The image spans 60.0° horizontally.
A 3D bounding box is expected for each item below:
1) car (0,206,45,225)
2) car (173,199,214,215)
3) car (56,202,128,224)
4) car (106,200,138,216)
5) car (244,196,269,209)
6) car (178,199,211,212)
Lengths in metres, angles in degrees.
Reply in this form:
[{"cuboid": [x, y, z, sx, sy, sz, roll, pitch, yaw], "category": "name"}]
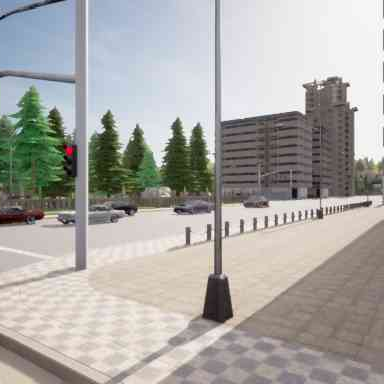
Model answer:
[{"cuboid": [-12.588, 1.601, 22.276, 1.895, 1.301, 4.718, 0, 0, 37], "category": "car"}, {"cuboid": [0.291, 1.548, 34.215, 2.033, 1.411, 5.357, 0, 0, 35], "category": "car"}, {"cuboid": [-7.162, 1.601, 23.773, 1.895, 1.301, 4.718, 0, 0, 36], "category": "car"}, {"cuboid": [-7.096, 1.478, 29.890, 1.882, 1.535, 5.008, 0, 0, 36], "category": "car"}, {"cuboid": [8.969, 1.351, 46.274, 2.097, 1.767, 4.553, 0, 0, 36], "category": "car"}, {"cuboid": [0.368, 1.563, 40.330, 1.994, 1.385, 4.181, 0, 0, 36], "category": "car"}]
